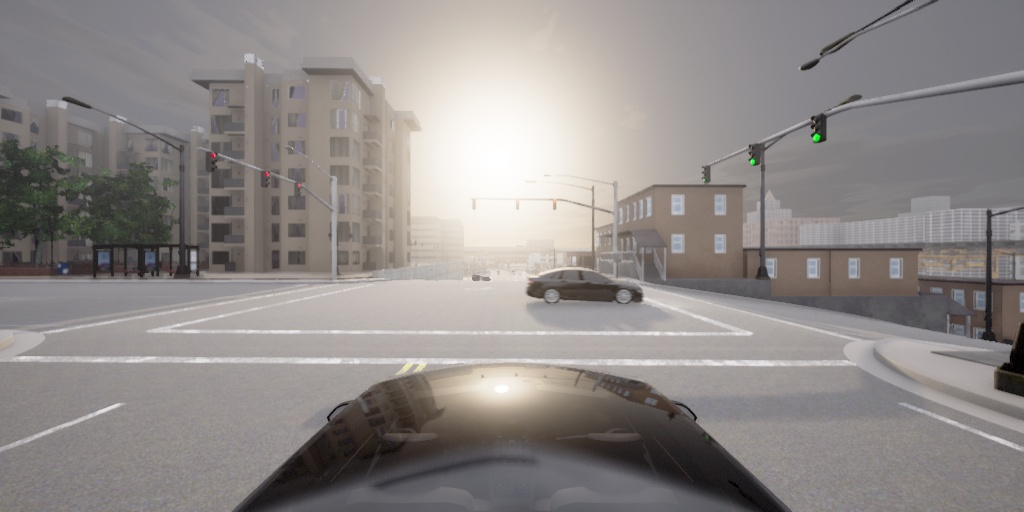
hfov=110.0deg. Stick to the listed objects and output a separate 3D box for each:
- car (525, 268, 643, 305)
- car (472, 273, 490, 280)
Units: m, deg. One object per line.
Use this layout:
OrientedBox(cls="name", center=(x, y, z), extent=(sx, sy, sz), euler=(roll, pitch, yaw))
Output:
OrientedBox(cls="car", center=(3.001, 1.280, 15.189), extent=(4.892, 1.490, 1.837), euler=(2, 0, 1))
OrientedBox(cls="car", center=(-3.593, 2.684, 42.408), extent=(1.812, 1.442, 4.674), euler=(0, -10, 0))
